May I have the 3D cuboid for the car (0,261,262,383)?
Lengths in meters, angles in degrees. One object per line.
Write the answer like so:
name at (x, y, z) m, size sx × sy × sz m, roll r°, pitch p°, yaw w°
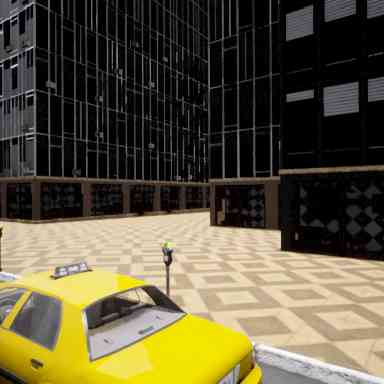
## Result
car at (-1.618, 1.526, 4.021) m, size 4.829 × 1.417 × 1.752 m, roll 0°, pitch 0°, yaw 35°
